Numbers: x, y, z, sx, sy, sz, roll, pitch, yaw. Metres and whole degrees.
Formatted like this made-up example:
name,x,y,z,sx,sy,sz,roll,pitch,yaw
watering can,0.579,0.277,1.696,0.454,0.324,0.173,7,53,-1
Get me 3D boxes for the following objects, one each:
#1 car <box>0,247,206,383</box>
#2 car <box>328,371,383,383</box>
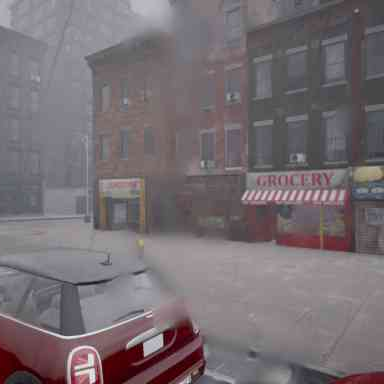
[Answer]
name,x,y,z,sx,sy,sz,roll,pitch,yaw
car,-1.929,1.441,4.219,4.097,1.590,1.967,0,0,36
car,2.533,1.544,0.998,4.507,1.381,1.887,0,0,36
